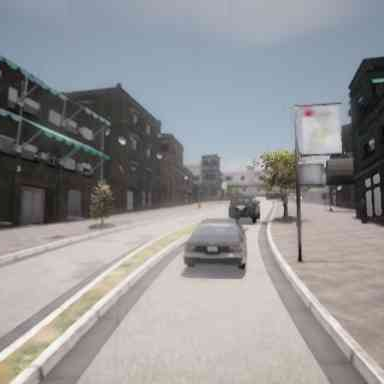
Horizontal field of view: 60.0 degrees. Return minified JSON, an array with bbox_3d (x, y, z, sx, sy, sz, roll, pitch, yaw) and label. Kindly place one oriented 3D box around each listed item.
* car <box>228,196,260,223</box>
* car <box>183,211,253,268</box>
[{"bbox_3d":[4.329,1.343,27.232,2.150,2.045,5.566,-1,0,15],"label":"car"},{"bbox_3d":[0.962,1.610,11.558,2.033,1.411,5.357,-1,0,9],"label":"car"}]
